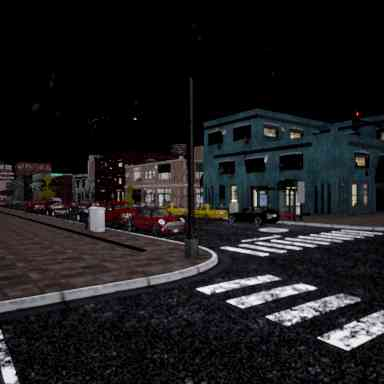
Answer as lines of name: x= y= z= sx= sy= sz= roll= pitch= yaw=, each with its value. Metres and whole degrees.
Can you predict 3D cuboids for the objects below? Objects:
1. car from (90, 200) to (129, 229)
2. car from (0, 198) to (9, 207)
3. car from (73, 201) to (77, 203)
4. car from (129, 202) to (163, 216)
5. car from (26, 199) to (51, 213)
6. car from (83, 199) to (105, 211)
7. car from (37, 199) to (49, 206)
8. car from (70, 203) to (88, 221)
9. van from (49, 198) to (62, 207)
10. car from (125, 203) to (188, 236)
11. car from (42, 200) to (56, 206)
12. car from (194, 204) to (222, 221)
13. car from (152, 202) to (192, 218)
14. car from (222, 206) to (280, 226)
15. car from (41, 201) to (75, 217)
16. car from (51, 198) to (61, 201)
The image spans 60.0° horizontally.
car: x=-5.470 y=1.619 z=24.812 sx=2.192 sy=1.841 sz=5.009 roll=-1 pitch=0 yaw=-36
car: x=-42.487 y=2.361 z=74.787 sx=2.192 sy=1.841 sz=5.009 roll=-1 pitch=0 yaw=-36
car: x=-22.270 y=2.286 z=61.571 sx=1.802 sy=1.307 sz=4.206 roll=-1 pitch=0 yaw=-36
car: x=-5.461 y=1.918 z=38.844 sx=2.008 sy=1.369 sz=4.403 roll=-1 pitch=0 yaw=-36
car: x=-22.280 y=1.956 z=47.539 sx=2.192 sy=1.841 sz=5.009 roll=-1 pitch=0 yaw=-36
car: x=-15.550 y=2.009 z=52.479 sx=1.967 sy=1.590 sz=4.097 roll=-1 pitch=0 yaw=-36
car: x=-35.820 y=2.501 z=79.889 sx=1.752 sy=1.417 sz=4.829 roll=-1 pitch=0 yaw=-36
car: x=-8.827 y=1.922 z=29.359 sx=2.008 sy=1.369 sz=4.403 roll=-1 pitch=0 yaw=-36
van: x=-29.000 y=2.180 z=70.661 sx=1.690 sy=1.788 sz=3.998 roll=-1 pitch=0 yaw=-36
car: x=-2.104 y=1.677 z=20.268 sx=1.967 sy=1.590 sz=4.097 roll=-1 pitch=0 yaw=-36
car: x=-32.356 y=2.451 z=75.207 sx=1.887 sy=1.381 sz=4.507 roll=-1 pitch=0 yaw=-36
car: x=1.162 y=1.760 z=29.890 sx=1.752 sy=1.417 sz=4.829 roll=-1 pitch=0 yaw=-36
car: x=-2.200 y=1.827 z=34.435 sx=1.752 sy=1.417 sz=4.829 roll=-1 pitch=0 yaw=-36
car: x=4.627 y=1.731 z=25.208 sx=1.947 sy=1.339 sz=4.313 roll=-1 pitch=0 yaw=-36
car: x=-15.551 y=2.057 z=38.449 sx=2.008 sy=1.369 sz=4.403 roll=-1 pitch=0 yaw=-36
car: x=-25.314 y=2.271 z=61.332 sx=1.812 sy=1.442 sz=4.674 roll=-1 pitch=0 yaw=-35
